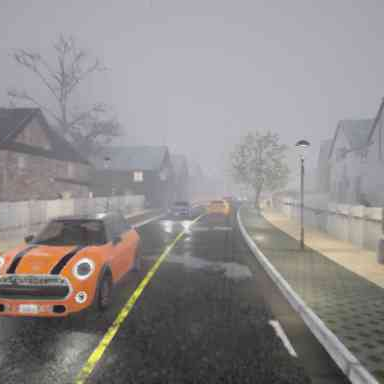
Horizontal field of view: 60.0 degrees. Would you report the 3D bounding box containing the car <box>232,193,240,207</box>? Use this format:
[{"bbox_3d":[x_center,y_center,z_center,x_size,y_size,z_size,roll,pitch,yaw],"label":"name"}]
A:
[{"bbox_3d":[5.082,1.244,45.946,2.128,1.511,4.902,0,1,12],"label":"car"}]

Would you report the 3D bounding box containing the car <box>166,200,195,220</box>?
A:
[{"bbox_3d":[-0.879,1.446,27.798,1.812,1.442,4.674,0,0,8],"label":"car"}]

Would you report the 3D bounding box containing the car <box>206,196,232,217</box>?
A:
[{"bbox_3d":[2.392,1.391,30.578,1.882,1.535,5.008,0,0,8],"label":"car"}]

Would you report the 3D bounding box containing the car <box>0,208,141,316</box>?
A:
[{"bbox_3d":[-2.579,1.329,7.700,2.097,1.767,4.553,0,0,3],"label":"car"}]

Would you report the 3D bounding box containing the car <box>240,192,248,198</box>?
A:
[{"bbox_3d":[12.934,0.668,82.972,2.128,1.511,4.902,0,1,18],"label":"car"}]
